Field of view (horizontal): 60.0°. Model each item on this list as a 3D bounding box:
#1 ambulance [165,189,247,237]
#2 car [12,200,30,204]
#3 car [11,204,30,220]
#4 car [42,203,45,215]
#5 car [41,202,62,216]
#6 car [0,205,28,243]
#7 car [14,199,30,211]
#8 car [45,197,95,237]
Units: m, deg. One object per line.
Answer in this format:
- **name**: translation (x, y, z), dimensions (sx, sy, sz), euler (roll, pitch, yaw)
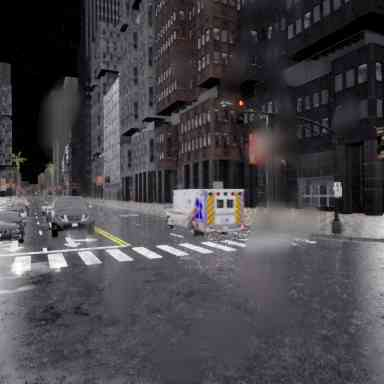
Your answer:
- **ambulance**: translation (0.378, 1.104, 19.024), dimensions (2.351, 2.431, 6.366), euler (0, 0, -26)
- **car**: translation (-17.932, 1.833, 34.261), dimensions (1.994, 1.385, 4.181), euler (0, 0, -26)
- **car**: translation (-13.350, 1.803, 24.775), dimensions (1.895, 1.301, 4.718), euler (0, 0, -26)
- **car**: translation (-11.487, 1.726, 28.395), dimensions (1.812, 1.442, 4.674), euler (0, 0, -26)
- **car**: translation (-15.892, 1.864, 37.506), dimensions (1.895, 1.301, 4.718), euler (0, 0, -26)
- **car**: translation (-9.313, 1.646, 16.448), dimensions (1.837, 1.490, 4.892), euler (0, 0, -26)
- **car**: translation (-24.696, 1.878, 48.429), dimensions (1.882, 1.535, 5.008), euler (0, 0, -26)
- **car**: translation (-7.234, 1.357, 19.616), dimensions (2.150, 2.045, 5.566), euler (0, 0, -26)
